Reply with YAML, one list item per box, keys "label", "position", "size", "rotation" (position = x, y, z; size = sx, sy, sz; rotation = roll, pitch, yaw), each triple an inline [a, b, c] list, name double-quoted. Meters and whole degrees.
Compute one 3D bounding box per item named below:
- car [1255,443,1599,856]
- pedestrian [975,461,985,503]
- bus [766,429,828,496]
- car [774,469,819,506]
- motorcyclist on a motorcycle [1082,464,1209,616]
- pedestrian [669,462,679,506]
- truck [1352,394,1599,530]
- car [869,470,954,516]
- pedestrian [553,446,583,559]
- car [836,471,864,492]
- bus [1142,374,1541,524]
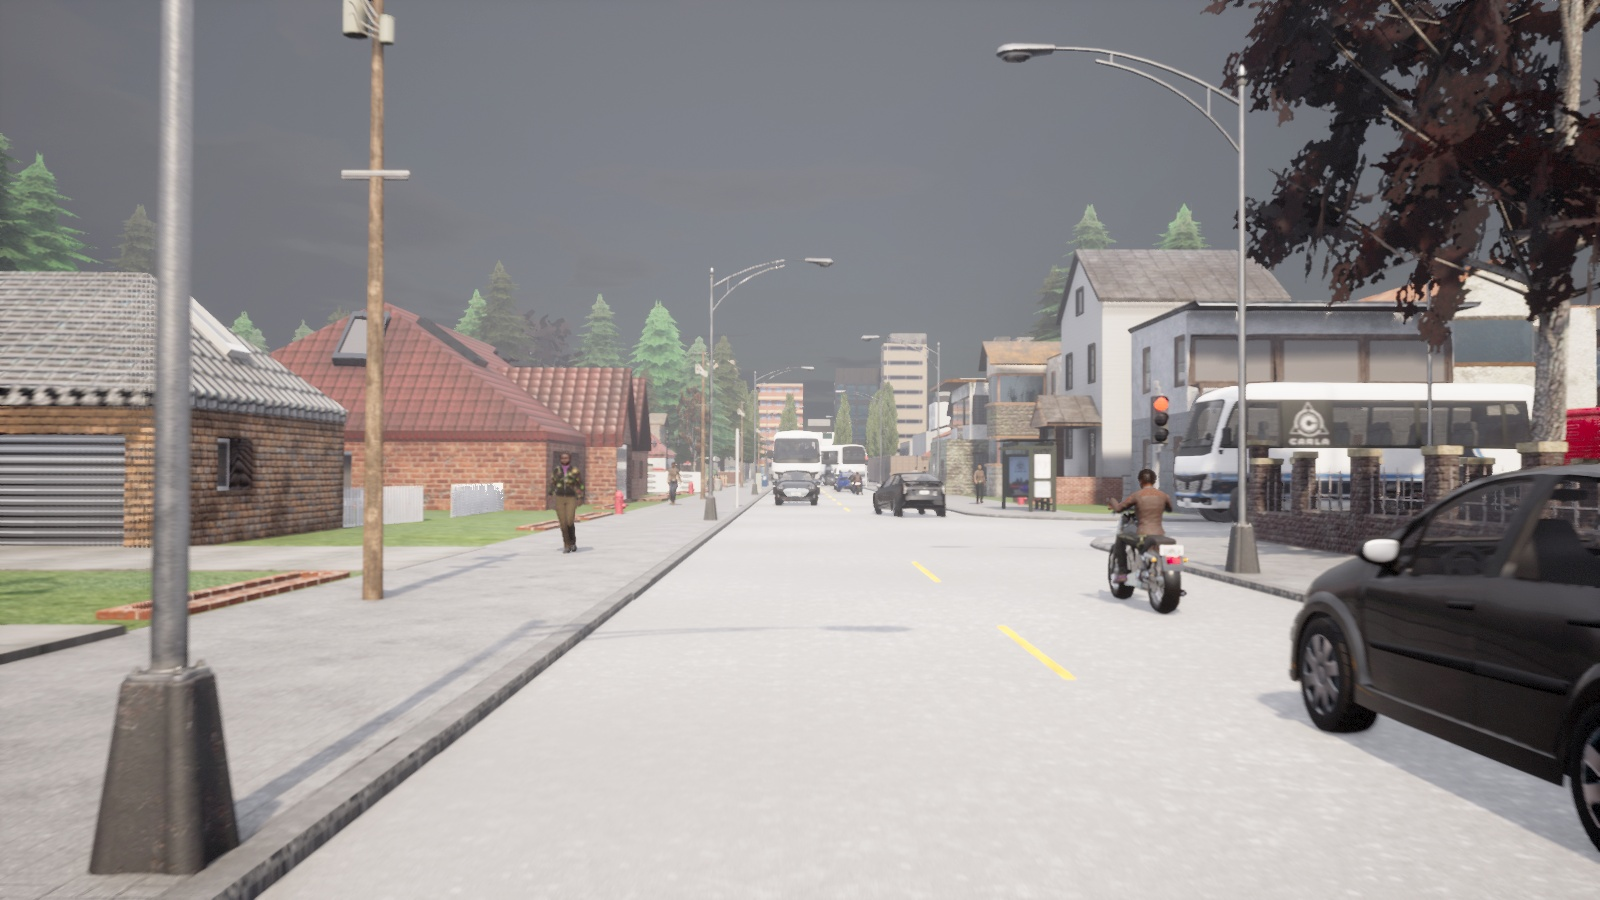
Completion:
- label: "car"
  position: [4.025, 0.804, 6.431]
  size: [1.851, 1.617, 3.988]
  rotation: [0, -1, -1]
- label: "pedestrian"
  position: [8.006, 1.428, 55.876]
  size: [0.331, 1.846, 0.634]
  rotation: [0, -1, -1]
- label: "bus"
  position: [-0.224, 0.872, 85.635]
  size: [3.944, 4.253, 10.273]
  rotation: [0, -1, 0]
- label: "car"
  position: [-0.137, 1.725, 58.531]
  size: [2.033, 1.649, 4.856]
  rotation: [0, -1, 1]
- label: "motorcyclist on a motorcycle"
  position: [4.008, 0.996, 14.781]
  size: [0.766, 1.649, 2.350]
  rotation: [0, -1, -2]
- label: "pedestrian"
  position: [-5.249, 1.420, 52.277]
  size: [0.328, 1.805, 0.869]
  rotation: [0, -1, -1]
- label: "truck"
  position: [19.344, 0.318, 33.592]
  size: [7.936, 3.462, 2.891]
  rotation: [0, -1, -4]
- label: "car"
  position: [3.893, 1.495, 44.773]
  size: [2.007, 1.525, 4.514]
  rotation: [0, -1, -8]
- label: "pedestrian"
  position: [-4.040, 0.904, 21.872]
  size: [0.395, 1.930, 0.692]
  rotation: [0, -1, -1]
- label: "car"
  position: [3.758, 2.377, 95.599]
  size: [1.882, 1.535, 5.008]
  rotation: [0, -1, 0]
- label: "bus"
  position: [15.972, 0.007, 37.787]
  size: [10.273, 4.253, 3.944]
  rotation: [0, -1, 0]
